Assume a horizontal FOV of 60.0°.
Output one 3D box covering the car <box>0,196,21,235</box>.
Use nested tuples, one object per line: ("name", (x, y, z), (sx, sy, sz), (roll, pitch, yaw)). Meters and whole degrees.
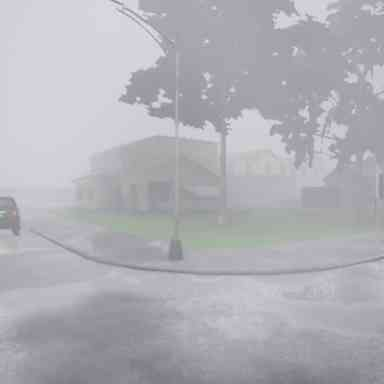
("car", (-10.951, 1.240, 18.328), (2.150, 2.045, 5.566), (1, 0, -36))
